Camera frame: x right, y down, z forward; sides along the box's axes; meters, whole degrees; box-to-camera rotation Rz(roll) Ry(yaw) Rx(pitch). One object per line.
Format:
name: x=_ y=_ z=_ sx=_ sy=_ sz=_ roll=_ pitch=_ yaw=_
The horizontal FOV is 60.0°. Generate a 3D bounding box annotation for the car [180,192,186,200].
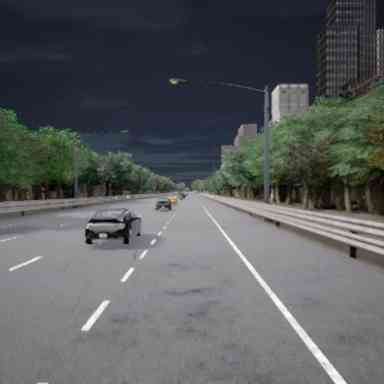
car: x=-3.498 y=1.507 z=94.333 sx=2.033 sy=1.411 sz=5.357 roll=0 pitch=0 yaw=0

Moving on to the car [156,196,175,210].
car: x=-3.500 y=1.524 z=42.637 sx=1.837 sy=1.490 sz=4.892 roll=0 pitch=0 yaw=0

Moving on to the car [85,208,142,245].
car: x=-3.499 y=1.500 z=15.502 sx=2.128 sy=1.511 sz=4.902 roll=0 pitch=0 yaw=0

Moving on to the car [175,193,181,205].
car: x=-3.499 y=1.478 z=60.642 sx=1.882 sy=1.535 sz=5.008 roll=0 pitch=0 yaw=0
